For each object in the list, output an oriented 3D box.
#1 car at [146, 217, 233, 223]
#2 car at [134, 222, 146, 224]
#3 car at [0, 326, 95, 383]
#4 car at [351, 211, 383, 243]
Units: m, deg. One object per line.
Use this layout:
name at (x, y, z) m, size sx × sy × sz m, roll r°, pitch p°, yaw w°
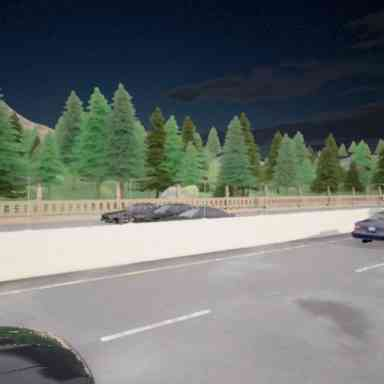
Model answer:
car at (0.273, 1.493, 17.084) m, size 4.674 × 1.442 × 1.812 m, roll 0°, pitch 0°, yaw -35°
car at (-1.278, 1.443, 20.277) m, size 5.008 × 1.535 × 1.882 m, roll 0°, pitch 0°, yaw -35°
car at (-2.944, 1.510, 1.646) m, size 4.892 × 1.490 × 1.837 m, roll 0°, pitch 0°, yaw -36°
car at (9.124, 1.496, 14.552) m, size 5.357 × 1.411 × 2.033 m, roll 0°, pitch 0°, yaw -35°
